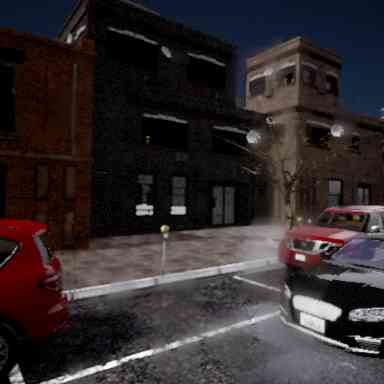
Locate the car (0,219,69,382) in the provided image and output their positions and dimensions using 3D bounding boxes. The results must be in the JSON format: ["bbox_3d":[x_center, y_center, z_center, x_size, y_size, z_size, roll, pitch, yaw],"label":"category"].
[{"bbox_3d":[-4.002,1.309,3.694,5.009,1.841,2.192,0,1,-35],"label":"car"}]

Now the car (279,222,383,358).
[{"bbox_3d":[3.636,1.523,5.946,4.902,1.511,2.128,0,0,-35],"label":"car"}]

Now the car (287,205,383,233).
[{"bbox_3d":[4.827,1.364,9.938,5.009,1.841,2.192,0,1,-35],"label":"car"}]
